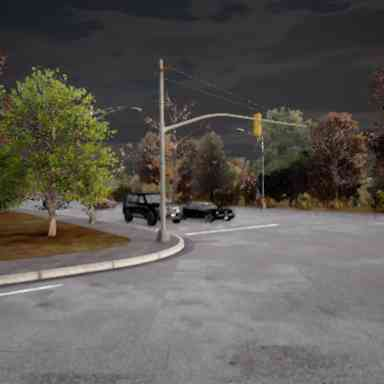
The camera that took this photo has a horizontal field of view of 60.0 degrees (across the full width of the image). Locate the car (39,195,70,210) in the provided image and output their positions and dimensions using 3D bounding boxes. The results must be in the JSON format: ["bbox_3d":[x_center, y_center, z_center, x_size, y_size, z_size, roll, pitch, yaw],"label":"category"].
[{"bbox_3d":[-16.991,1.451,41.234,2.033,1.411,5.357,-1,0,-38],"label":"car"}]

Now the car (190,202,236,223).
[{"bbox_3d":[0.935,1.396,23.598,1.895,1.301,4.718,-1,1,-36],"label":"car"}]

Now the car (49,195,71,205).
[{"bbox_3d":[-20.479,1.216,51.524,1.837,1.490,4.892,-1,0,-38],"label":"car"}]

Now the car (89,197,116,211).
[{"bbox_3d":[-10.419,1.302,38.474,1.882,1.535,5.008,-1,1,-38],"label":"car"}]

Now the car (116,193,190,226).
[{"bbox_3d":[-2.824,1.071,22.784,2.150,2.045,5.566,-1,1,-37],"label":"car"}]
